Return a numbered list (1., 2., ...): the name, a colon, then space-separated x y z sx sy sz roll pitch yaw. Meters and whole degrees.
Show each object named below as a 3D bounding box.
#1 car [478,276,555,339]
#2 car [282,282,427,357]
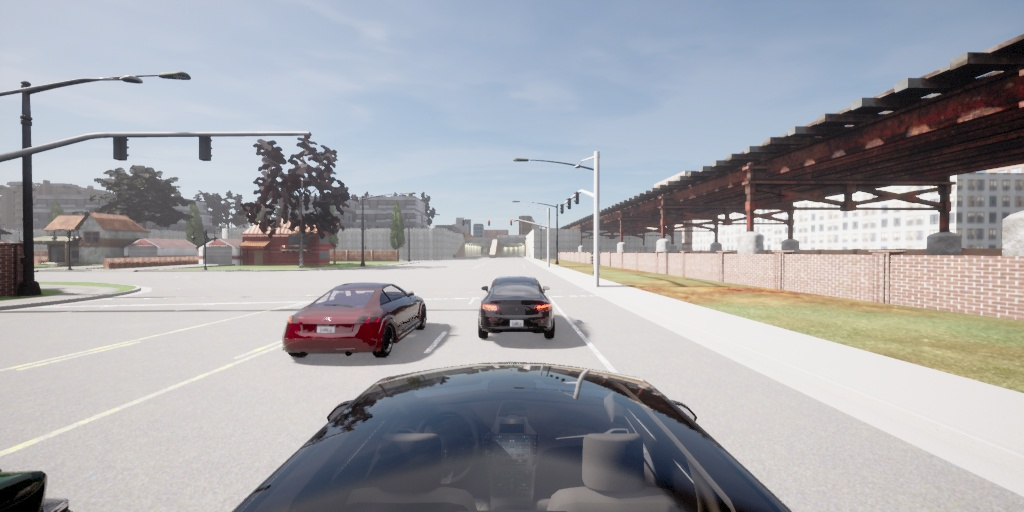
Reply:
1. car: 0.105 1.278 10.017 1.812 1.442 4.674 0 0 0
2. car: -3.397 1.315 8.554 1.994 1.385 4.181 0 0 0
